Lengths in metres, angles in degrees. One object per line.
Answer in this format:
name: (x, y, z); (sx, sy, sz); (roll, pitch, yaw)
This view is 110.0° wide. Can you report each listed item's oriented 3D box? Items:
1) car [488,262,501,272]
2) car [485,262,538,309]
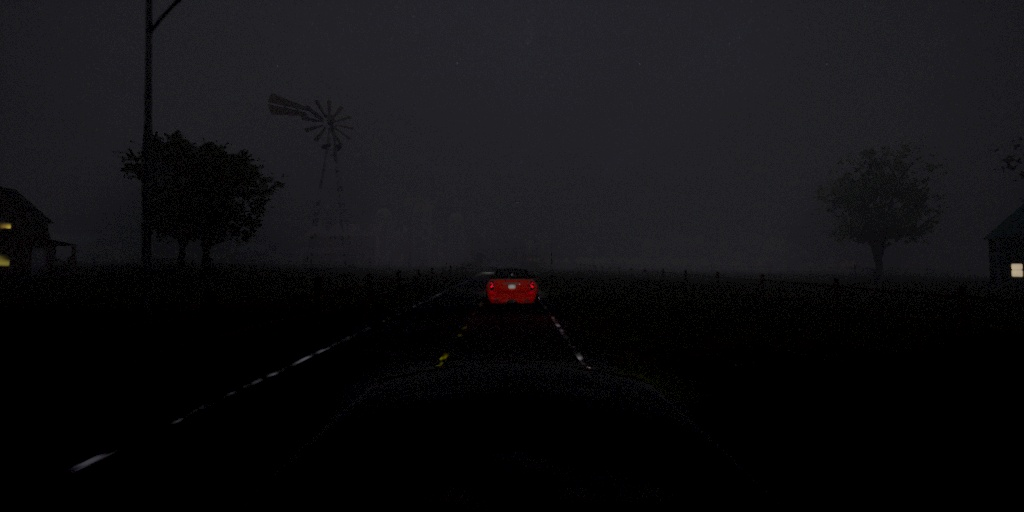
car: (-2.752, 1.774, 58.079); (1.882, 1.535, 5.008); (0, -1, 0)
car: (0.002, 1.235, 15.944); (2.097, 1.767, 4.553); (0, -1, 0)
